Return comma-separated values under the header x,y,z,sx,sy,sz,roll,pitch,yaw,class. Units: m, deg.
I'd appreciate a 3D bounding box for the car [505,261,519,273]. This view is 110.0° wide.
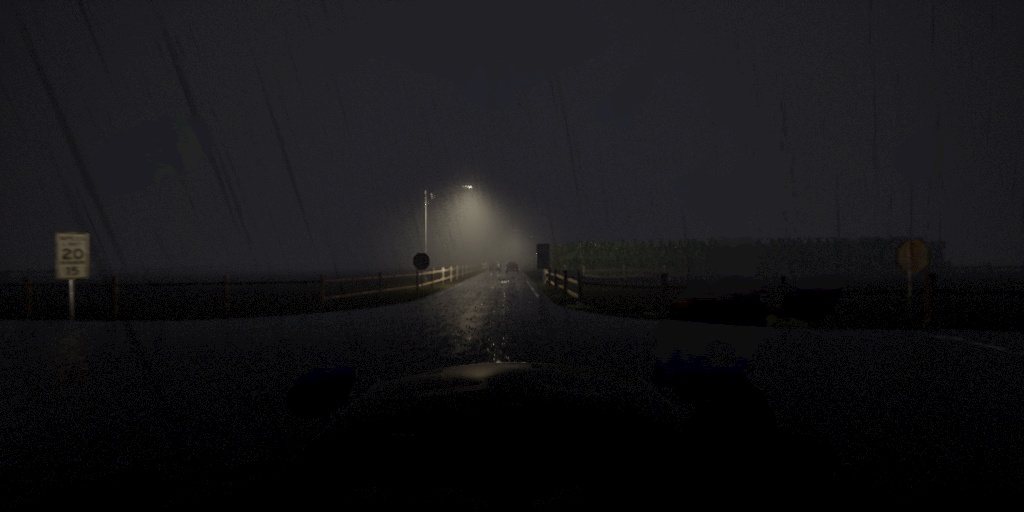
x,y,z,sx,sy,sz,roll,pitch,yaw,class
0.002,1.752,54.062,1.837,1.490,4.892,0,-1,0,car

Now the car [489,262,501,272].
x,y,z,sx,sy,sz,roll,pitch,yaw,class
-2.747,1.800,59.068,2.128,1.511,4.902,0,-1,0,car
